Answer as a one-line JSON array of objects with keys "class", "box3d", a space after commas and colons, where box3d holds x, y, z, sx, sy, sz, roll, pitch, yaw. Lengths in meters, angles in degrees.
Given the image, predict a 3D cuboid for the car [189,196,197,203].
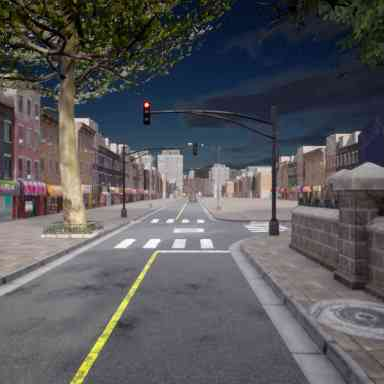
[{"class": "car", "box3d": [0.223, 1.665, 73.596, 2.128, 1.511, 4.902, 0, 0, 0]}]
